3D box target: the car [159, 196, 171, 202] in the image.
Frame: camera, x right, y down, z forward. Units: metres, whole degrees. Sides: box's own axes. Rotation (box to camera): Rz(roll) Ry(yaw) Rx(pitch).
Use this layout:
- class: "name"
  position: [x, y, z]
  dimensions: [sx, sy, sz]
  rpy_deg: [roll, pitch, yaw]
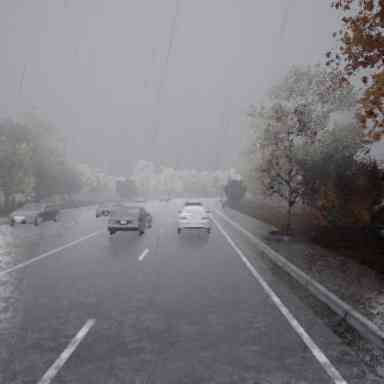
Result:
- class: "car"
  position: [-5.695, 1.461, 70.601]
  dimensions: [2.033, 1.411, 5.357]
  rpy_deg: [0, 0, 5]

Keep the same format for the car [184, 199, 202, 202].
- class: "car"
  position: [0.131, 1.476, 37.524]
  dimensions: [1.882, 1.535, 5.008]
  rpy_deg: [0, 0, 0]

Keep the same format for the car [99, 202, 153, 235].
- class: "car"
  position: [-3.388, 1.547, 18.947]
  dimensions: [2.033, 1.411, 5.357]
  rpy_deg: [0, 0, 0]

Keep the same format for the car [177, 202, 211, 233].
- class: "car"
  position: [0.113, 1.525, 19.708]
  dimensions: [1.812, 1.442, 4.674]
  rpy_deg: [0, 0, 0]

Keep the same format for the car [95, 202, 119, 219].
- class: "car"
  position: [-7.073, 1.563, 29.240]
  dimensions: [1.994, 1.385, 4.181]
  rpy_deg: [0, 0, 0]

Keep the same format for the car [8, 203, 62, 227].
- class: "car"
  position: [-10.584, 1.491, 22.727]
  dimensions: [2.128, 1.511, 4.902]
  rpy_deg: [0, 0, 0]

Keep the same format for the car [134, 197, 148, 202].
- class: "car"
  position: [-9.779, 1.550, 63.633]
  dimensions: [1.994, 1.385, 4.181]
  rpy_deg: [0, 0, 4]
